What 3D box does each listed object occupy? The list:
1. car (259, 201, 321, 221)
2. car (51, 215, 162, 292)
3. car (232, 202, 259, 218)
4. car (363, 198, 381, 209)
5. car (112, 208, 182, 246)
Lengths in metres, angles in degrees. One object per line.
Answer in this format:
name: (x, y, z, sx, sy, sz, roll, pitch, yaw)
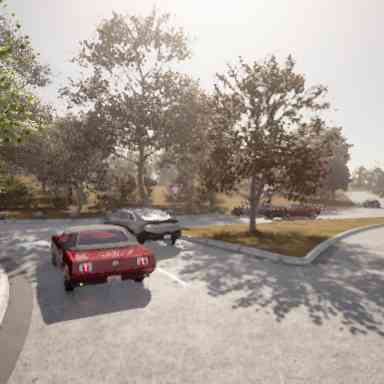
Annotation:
car: (7.886, 1.514, 26.191, 4.718, 1.301, 1.895, 0, 0, -30)
car: (-2.661, 1.547, 8.997, 1.895, 1.301, 4.718, 0, 0, -28)
car: (5.485, 1.457, 28.611, 4.181, 1.385, 1.994, 0, 0, -31)
car: (24.874, 1.550, 45.952, 1.994, 1.385, 4.181, 0, 0, 31)
car: (-2.378, 1.402, 13.905, 2.128, 1.511, 4.902, -1, 1, -38)
